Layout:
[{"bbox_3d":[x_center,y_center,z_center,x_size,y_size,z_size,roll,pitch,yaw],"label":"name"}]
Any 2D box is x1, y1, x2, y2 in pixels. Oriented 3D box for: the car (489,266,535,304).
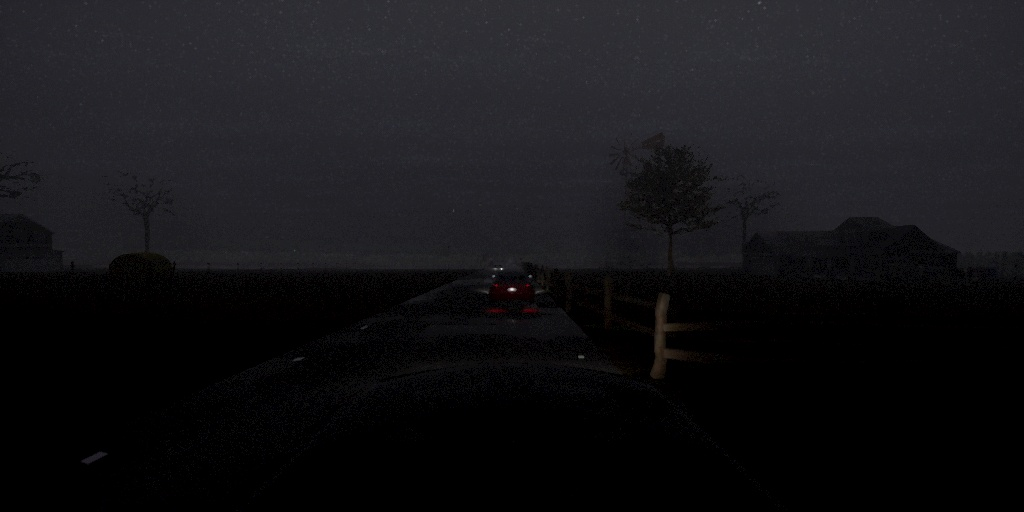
[{"bbox_3d":[0.000,1.332,16.504,1.994,1.385,4.181,0,0,0],"label":"car"}]
